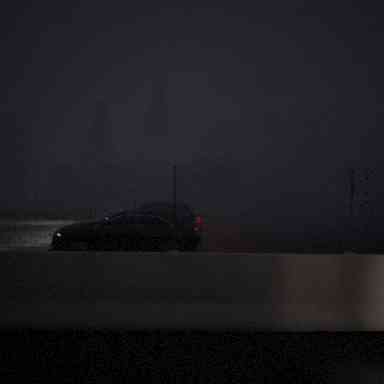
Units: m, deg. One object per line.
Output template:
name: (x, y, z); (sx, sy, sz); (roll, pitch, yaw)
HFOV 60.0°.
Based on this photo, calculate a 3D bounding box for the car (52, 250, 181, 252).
car: (-2.118, 1.381, 11.266); (4.902, 1.511, 2.128); (1, 0, -3)
